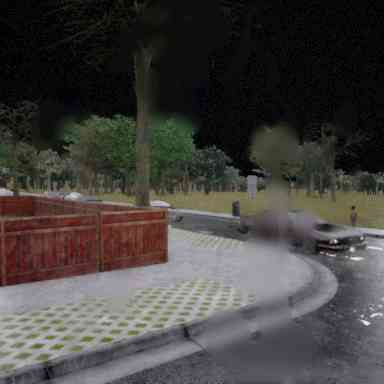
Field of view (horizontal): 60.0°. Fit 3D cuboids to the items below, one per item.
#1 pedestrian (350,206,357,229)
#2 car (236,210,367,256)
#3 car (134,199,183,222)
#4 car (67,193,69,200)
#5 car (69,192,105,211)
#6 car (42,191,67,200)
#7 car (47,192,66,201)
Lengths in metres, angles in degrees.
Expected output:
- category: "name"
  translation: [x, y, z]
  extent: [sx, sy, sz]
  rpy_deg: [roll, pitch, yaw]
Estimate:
- category: "pedestrian"
  translation: [8.476, 0.999, 17.513]
  extent: [0.375, 1.860, 0.375]
  rpy_deg: [1, 0, -36]
- category: "car"
  translation: [3.969, 1.444, 13.232]
  extent: [2.033, 1.411, 5.357]
  rpy_deg: [0, 1, -30]
- category: "car"
  translation: [-2.464, 1.247, 22.661]
  extent: [1.812, 1.442, 4.674]
  rpy_deg: [0, 1, -36]
- category: "car"
  translation: [-17.055, 0.779, 47.911]
  extent: [1.812, 1.442, 4.674]
  rpy_deg: [0, 1, -36]
- category: "car"
  translation: [-10.454, 1.055, 33.743]
  extent: [2.033, 1.411, 5.357]
  rpy_deg: [0, 1, -36]
- category: "car"
  translation: [-19.443, 0.645, 46.344]
  extent: [2.097, 1.767, 4.553]
  rpy_deg: [0, 1, -36]
- category: "car"
  translation: [-22.924, 0.692, 56.034]
  extent: [1.895, 1.301, 4.718]
  rpy_deg: [0, 1, -35]
